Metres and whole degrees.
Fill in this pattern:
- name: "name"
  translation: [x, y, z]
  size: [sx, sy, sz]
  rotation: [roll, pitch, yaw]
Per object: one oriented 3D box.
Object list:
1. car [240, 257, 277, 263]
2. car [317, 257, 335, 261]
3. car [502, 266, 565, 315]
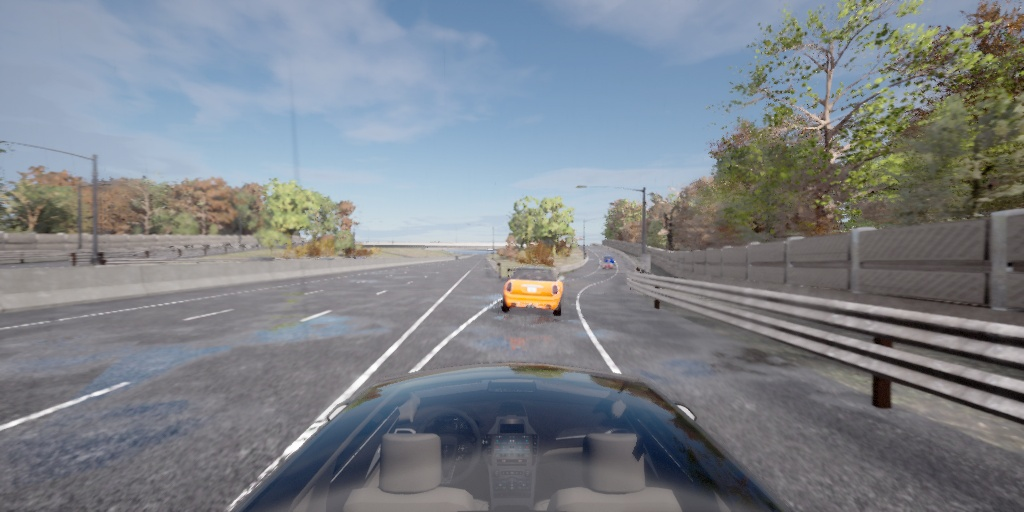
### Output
- name: "car"
  translation: [-27.793, 0.861, 39.228]
  size: [2.097, 1.767, 4.553]
  rotation: [1, 0, -4]
- name: "car"
  translation: [-29.000, 0.989, 55.918]
  size: [1.882, 1.535, 5.008]
  rotation: [1, 0, -4]
- name: "car"
  translation: [0.990, 1.164, 14.313]
  size: [2.097, 1.767, 4.553]
  rotation: [3, 0, 8]
